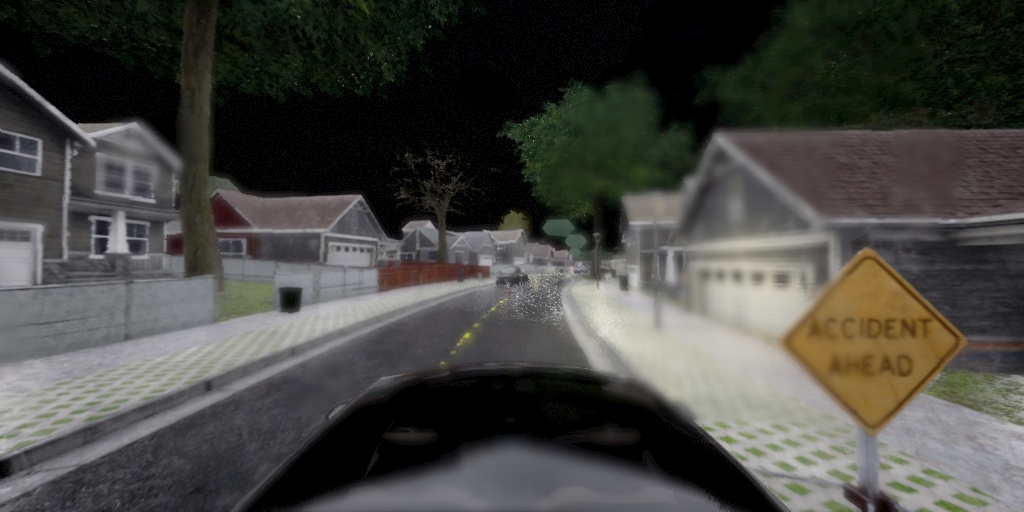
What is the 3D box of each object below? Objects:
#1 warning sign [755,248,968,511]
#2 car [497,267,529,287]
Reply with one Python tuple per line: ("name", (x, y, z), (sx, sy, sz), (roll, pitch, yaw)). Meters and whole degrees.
("warning sign", (2.509, 0.875, 2.510), (1.300, 1.860, 1.060), (0, 0, 1))
("car", (0.143, 1.645, 28.831), (1.882, 1.535, 5.008), (0, -1, 12))
